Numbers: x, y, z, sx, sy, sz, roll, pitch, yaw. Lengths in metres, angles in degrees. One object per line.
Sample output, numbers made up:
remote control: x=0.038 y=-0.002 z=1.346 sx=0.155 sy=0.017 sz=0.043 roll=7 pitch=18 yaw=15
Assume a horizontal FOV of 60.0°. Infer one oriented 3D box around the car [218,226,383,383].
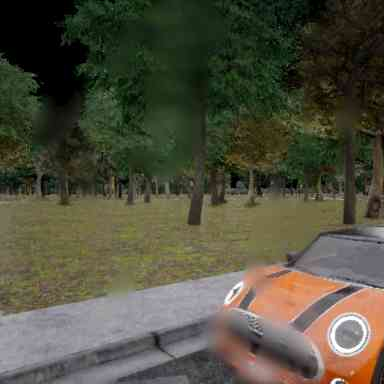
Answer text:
car: x=2.556 y=1.353 z=4.891 sx=4.553 sy=1.767 sz=2.097 roll=0 pitch=0 yaw=-35
